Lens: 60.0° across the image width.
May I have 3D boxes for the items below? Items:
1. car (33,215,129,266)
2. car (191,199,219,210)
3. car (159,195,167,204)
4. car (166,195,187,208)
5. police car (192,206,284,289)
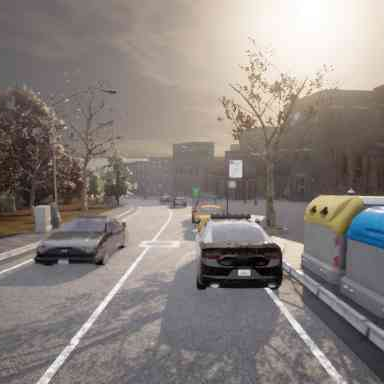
[{"bbox_3d":[-3.512,1.525,11.732,2.033,1.411,5.357,0,0,0],"label":"car"},{"bbox_3d":[1.035,1.419,19.358,1.801,1.575,5.366,0,0,0],"label":"car"},{"bbox_3d":[-4.773,1.386,60.387,1.837,1.490,4.892,-2,0,-16],"label":"car"},{"bbox_3d":[-1.928,1.384,46.897,2.128,1.511,4.902,-1,0,-10],"label":"car"},{"bbox_3d":[1.043,1.408,9.232,1.930,1.638,5.238,0,0,0],"label":"police car"}]
